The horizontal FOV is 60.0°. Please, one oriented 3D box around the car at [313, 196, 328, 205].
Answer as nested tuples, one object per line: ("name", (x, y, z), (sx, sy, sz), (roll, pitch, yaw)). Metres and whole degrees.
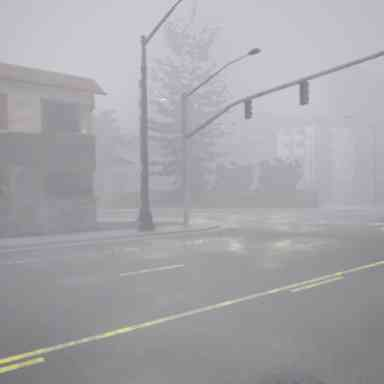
("car", (15.792, 1.060, 44.884), (1.895, 1.301, 4.718), (-1, 1, -35))
